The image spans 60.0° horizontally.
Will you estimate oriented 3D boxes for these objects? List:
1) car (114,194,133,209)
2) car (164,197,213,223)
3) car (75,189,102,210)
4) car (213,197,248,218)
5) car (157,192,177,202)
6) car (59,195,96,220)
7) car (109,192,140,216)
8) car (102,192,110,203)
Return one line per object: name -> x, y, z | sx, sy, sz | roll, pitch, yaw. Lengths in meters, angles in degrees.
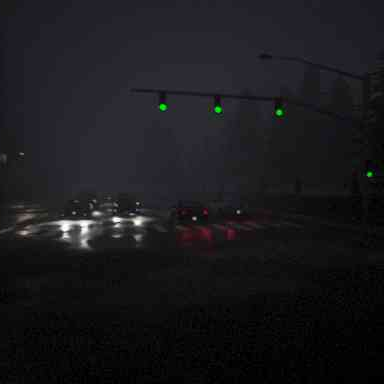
car -> -7.470, 0.945, 35.905 | 1.812, 1.442, 4.674 | -1, 1, -13
car -> -0.360, 1.204, 21.484 | 1.895, 1.301, 4.718 | -1, 1, -13
car -> -10.263, 0.852, 32.539 | 2.097, 1.767, 4.553 | -1, 1, -13
car -> 2.573, 1.055, 24.361 | 1.812, 1.442, 4.674 | -1, 1, -13
car -> -3.435, 0.730, 46.501 | 1.812, 1.442, 4.674 | -1, 1, -22
car -> -8.350, 1.189, 24.248 | 1.994, 1.385, 4.181 | -1, 1, -12
car -> -5.415, 0.902, 27.161 | 2.097, 1.767, 4.553 | -1, 1, -12
car -> -11.840, 0.761, 47.795 | 1.837, 1.490, 4.892 | -1, 1, -28
